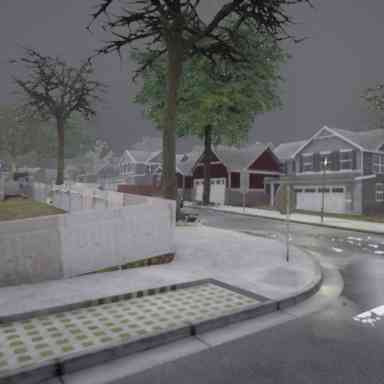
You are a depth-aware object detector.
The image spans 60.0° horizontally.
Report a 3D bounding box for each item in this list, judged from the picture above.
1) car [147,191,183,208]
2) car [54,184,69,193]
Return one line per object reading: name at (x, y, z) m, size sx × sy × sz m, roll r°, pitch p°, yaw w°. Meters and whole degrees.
car at (-2.520, 0.603, 28.523) m, size 1.994 × 1.385 × 4.181 m, roll 1°, pitch 2°, yaw -34°
car at (-18.440, -0.450, 46.806) m, size 1.812 × 1.442 × 4.674 m, roll 1°, pitch 2°, yaw -35°
